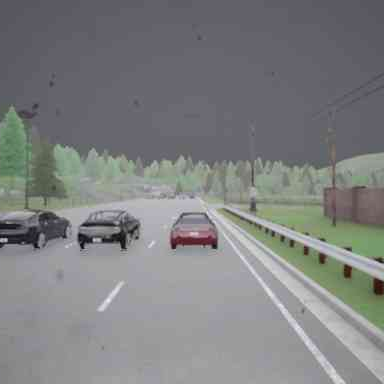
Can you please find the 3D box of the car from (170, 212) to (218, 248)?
[{"bbox_3d":[0.087,1.601,14.948,1.994,1.385,4.181,0,0,0],"label":"car"}]

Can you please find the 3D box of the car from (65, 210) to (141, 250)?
[{"bbox_3d":[-3.413,1.528,14.418,2.128,1.511,4.902,0,0,0],"label":"car"}]

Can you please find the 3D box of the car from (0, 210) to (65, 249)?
[{"bbox_3d":[-6.912,1.542,14.693,1.837,1.490,4.892,0,0,0],"label":"car"}]
